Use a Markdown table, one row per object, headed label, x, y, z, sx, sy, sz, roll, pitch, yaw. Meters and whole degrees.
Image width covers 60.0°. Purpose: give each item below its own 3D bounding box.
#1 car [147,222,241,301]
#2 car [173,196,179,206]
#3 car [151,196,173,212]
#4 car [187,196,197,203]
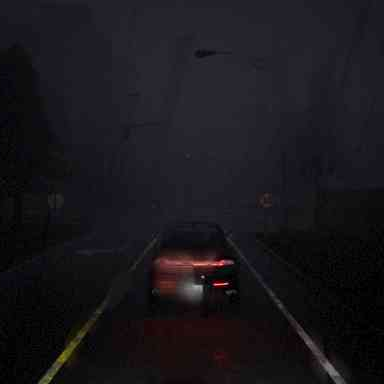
| label | x | y | z | sx | sy | sz | roll | pitch | yaw |
| --- | --- | --- | --- | --- | --- | --- | --- | --- | --- |
| car | 0.059 | 1.492 | 8.281 | 2.128 | 1.511 | 4.902 | 0 | 0 | 0 |
| car | -3.551 | 1.525 | 54.829 | 1.812 | 1.442 | 4.674 | 0 | 0 | 0 |
| car | -3.579 | 1.505 | 38.725 | 1.837 | 1.490 | 4.892 | 0 | 0 | 0 |
| car | 0.047 | 1.491 | 69.512 | 2.128 | 1.511 | 4.902 | 0 | 0 | 0 |
